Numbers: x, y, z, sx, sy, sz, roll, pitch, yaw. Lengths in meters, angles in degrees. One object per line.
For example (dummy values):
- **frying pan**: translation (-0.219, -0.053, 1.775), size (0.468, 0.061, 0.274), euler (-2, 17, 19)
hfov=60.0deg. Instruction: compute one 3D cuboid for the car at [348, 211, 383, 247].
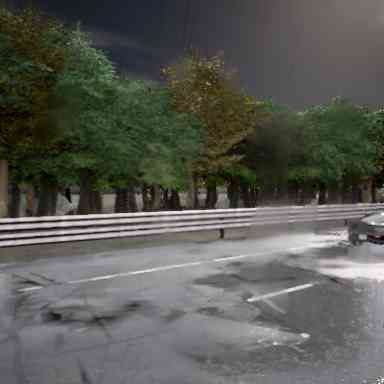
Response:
- **car**: translation (8.208, 1.482, 13.516), size (4.674, 1.442, 1.812), euler (0, 0, -33)
